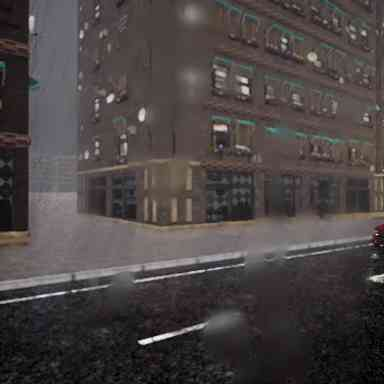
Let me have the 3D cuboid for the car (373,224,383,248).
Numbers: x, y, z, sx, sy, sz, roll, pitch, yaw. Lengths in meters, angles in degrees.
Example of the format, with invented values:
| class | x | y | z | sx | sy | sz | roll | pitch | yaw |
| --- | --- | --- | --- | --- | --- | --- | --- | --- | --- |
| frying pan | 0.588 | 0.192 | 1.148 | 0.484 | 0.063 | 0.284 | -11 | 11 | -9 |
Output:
| class | x | y | z | sx | sy | sz | roll | pitch | yaw |
| --- | --- | --- | --- | --- | --- | --- | --- | --- | --- |
| car | 9.975 | 1.685 | 14.796 | 5.008 | 1.535 | 1.882 | 1 | -1 | -35 |
